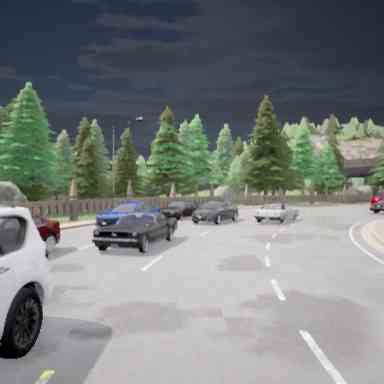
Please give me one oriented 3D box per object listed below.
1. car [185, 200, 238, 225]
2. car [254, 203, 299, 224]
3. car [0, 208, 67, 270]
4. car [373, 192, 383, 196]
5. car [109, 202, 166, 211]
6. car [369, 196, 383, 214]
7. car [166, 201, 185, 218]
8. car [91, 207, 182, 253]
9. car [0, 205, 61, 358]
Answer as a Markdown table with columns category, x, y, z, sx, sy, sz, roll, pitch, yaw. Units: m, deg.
| category | x | y | z | sx | sy | sz | roll | pitch | yaw |
| --- | --- | --- | --- | --- | --- | --- | --- | --- | --- |
| car | 1.693 | 1.370 | 23.266 | 1.837 | 1.490 | 4.892 | 0 | 0 | 29 |
| car | 6.170 | 1.462 | 23.848 | 1.895 | 1.301 | 4.718 | 0 | 0 | 32 |
| car | -6.134 | 1.418 | 10.508 | 1.882 | 1.535 | 5.008 | 0 | 0 | 9 |
| car | 22.939 | 0.995 | 37.806 | 5.566 | 2.045 | 2.150 | 0 | 0 | -22 |
| car | -3.674 | 1.364 | 19.825 | 1.882 | 1.535 | 5.008 | 0 | 1 | 23 |
| car | 19.276 | 1.359 | 31.947 | 5.357 | 1.411 | 2.033 | 0 | 0 | -33 |
| car | -0.748 | 1.394 | 26.471 | 2.033 | 1.411 | 5.357 | 0 | 0 | 31 |
| car | -2.118 | 1.523 | 13.585 | 1.895 | 1.301 | 4.718 | 0 | 0 | 15 |
| car | -3.371 | 1.205 | 3.065 | 2.150 | 2.045 | 5.566 | 0 | 0 | 2 |
